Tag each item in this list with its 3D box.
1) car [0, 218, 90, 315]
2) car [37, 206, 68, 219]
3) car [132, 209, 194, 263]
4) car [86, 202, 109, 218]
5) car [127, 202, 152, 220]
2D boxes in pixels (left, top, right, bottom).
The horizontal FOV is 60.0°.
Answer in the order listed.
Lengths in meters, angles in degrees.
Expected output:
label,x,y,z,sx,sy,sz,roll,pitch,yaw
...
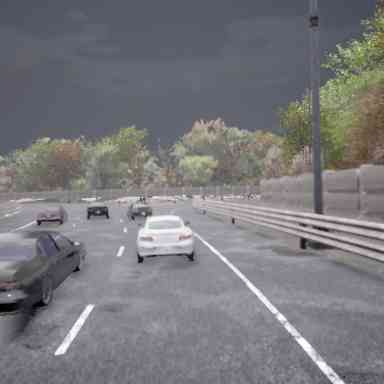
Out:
label,x,y,z,sx,sy,sz,roll,pitch,yaw
car,-3.945,1.637,7.936,2.033,1.411,5.357,-2,0,-6
car,-10.938,1.790,26.211,2.033,1.411,5.357,-2,0,-16
car,-0.997,1.531,12.070,1.812,1.442,4.674,-1,0,-6
car,-9.067,1.662,31.816,1.882,1.535,5.008,-1,0,-18
car,-4.584,1.596,29.164,1.812,1.442,4.674,-1,0,-16
